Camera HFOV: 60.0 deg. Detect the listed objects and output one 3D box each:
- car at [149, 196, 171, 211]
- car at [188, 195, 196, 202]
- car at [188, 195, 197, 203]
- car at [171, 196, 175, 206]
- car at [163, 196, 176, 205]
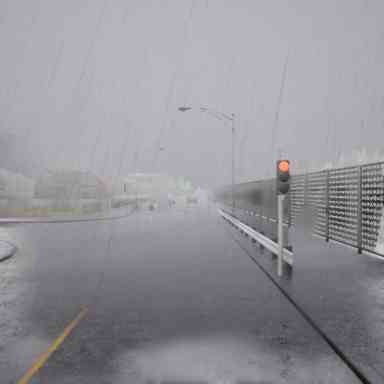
[{"bbox_3d":[-4.113,1.491,40.632,2.128,1.511,4.902,0,0,0],"label":"car"},{"bbox_3d":[-0.031,1.478,77.771,1.882,1.535,5.008,0,0,0],"label":"car"},{"bbox_3d":[0.077,1.492,66.600,2.128,1.511,4.902,0,0,0],"label":"car"},{"bbox_3d":[-4.113,1.564,50.570,1.994,1.385,4.181,0,0,0],"label":"car"},{"bbox_3d":[-4.090,1.478,61.023,1.882,1.535,5.008,0,0,0],"label":"car"}]
